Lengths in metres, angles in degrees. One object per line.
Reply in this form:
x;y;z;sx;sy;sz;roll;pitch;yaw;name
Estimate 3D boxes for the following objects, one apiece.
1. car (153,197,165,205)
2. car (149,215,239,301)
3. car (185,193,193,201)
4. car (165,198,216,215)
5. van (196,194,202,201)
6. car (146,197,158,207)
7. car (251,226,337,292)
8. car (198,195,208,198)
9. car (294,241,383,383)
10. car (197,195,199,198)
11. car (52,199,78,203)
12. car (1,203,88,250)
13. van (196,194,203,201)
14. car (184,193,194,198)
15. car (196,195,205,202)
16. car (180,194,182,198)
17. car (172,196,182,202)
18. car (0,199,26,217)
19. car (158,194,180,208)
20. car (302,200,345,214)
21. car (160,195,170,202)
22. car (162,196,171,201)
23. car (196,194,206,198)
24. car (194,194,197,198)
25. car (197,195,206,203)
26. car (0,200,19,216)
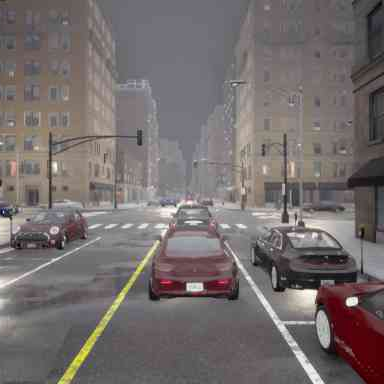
-6.267;1.614;63.538;1.887;1.381;4.507;0;0;-1;car
0.012;1.528;8.233;1.812;1.442;4.674;0;0;-1;car
-0.738;1.384;90.066;2.150;2.045;5.566;0;0;-1;car
0.055;1.358;15.537;2.097;1.767;4.553;0;0;0;car
1.921;1.505;91.171;1.690;1.788;3.998;0;0;-1;van
-6.131;1.596;52.522;2.008;1.369;4.403;0;0;-1;car
2.651;1.553;8.697;2.008;1.369;4.403;0;0;0;car
2.393;1.591;52.623;1.887;1.381;4.507;0;0;-1;car
2.667;1.545;3.206;1.887;1.381;4.507;0;0;0;car
2.326;1.623;58.130;1.947;1.339;4.313;0;0;-1;car
-14.602;1.520;36.782;4.674;1.442;1.812;0;0;-1;car
-5.890;1.445;14.161;1.967;1.590;4.097;0;0;0;car
1.989;1.482;85.665;1.690;1.788;3.998;0;0;-1;van
-0.606;1.343;79.348;2.150;2.045;5.566;0;0;-1;car
2.056;1.561;80.157;1.967;1.590;4.097;0;0;-1;car
-3.475;1.640;65.636;1.994;1.385;4.181;0;0;0;car
-3.618;1.642;80.272;2.128;1.511;4.902;0;0;-1;car
-18.053;1.416;30.130;4.902;1.511;2.128;0;0;-1;car
-3.337;1.258;49.277;2.150;2.045;5.566;0;0;-1;car
14.607;1.648;37.120;4.674;1.442;1.812;0;0;1;car
-6.469;1.560;80.061;1.967;1.590;4.097;0;0;-1;car
-6.537;1.723;85.568;1.802;1.307;4.206;0;0;-1;car
2.256;1.596;63.807;1.752;1.417;4.829;0;0;-1;car
2.192;1.400;69.144;2.192;1.841;5.009;0;0;-1;car
2.123;1.542;74.651;1.967;1.590;4.097;0;0;-1;car
-17.175;1.124;26.890;5.566;2.045;2.150;0;0;0;car
